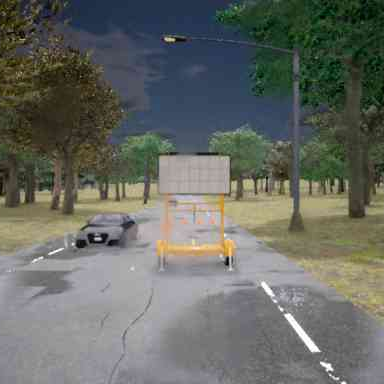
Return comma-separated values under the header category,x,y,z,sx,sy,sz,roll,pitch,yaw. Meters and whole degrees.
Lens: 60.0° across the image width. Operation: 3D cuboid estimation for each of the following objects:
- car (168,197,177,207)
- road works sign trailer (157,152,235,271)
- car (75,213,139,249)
category,x,y,z,sx,sy,sz,roll,pitch,yaw
car,-3.536,1.640,56.674,1.882,1.535,5.008,0,0,0
road works sign trailer,0.075,0.497,11.019,2.380,3.560,2.880,0,0,-2
car,-3.588,1.615,14.659,1.994,1.385,4.181,0,0,0
